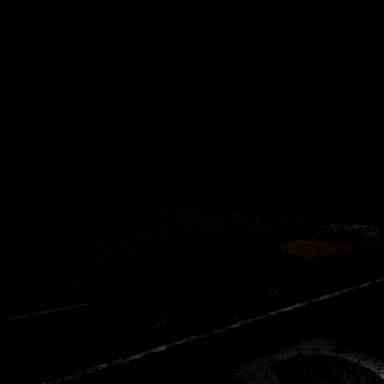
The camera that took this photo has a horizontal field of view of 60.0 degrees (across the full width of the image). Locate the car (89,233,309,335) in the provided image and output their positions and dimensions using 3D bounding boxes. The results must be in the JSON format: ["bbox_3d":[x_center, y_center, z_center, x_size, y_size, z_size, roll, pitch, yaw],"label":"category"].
[{"bbox_3d":[0.166,1.572,6.766,4.313,1.339,1.947,0,0,-36],"label":"car"}]

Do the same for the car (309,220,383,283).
[{"bbox_3d":[4.334,1.540,9.740,4.829,1.417,1.752,0,0,-36],"label":"car"}]
